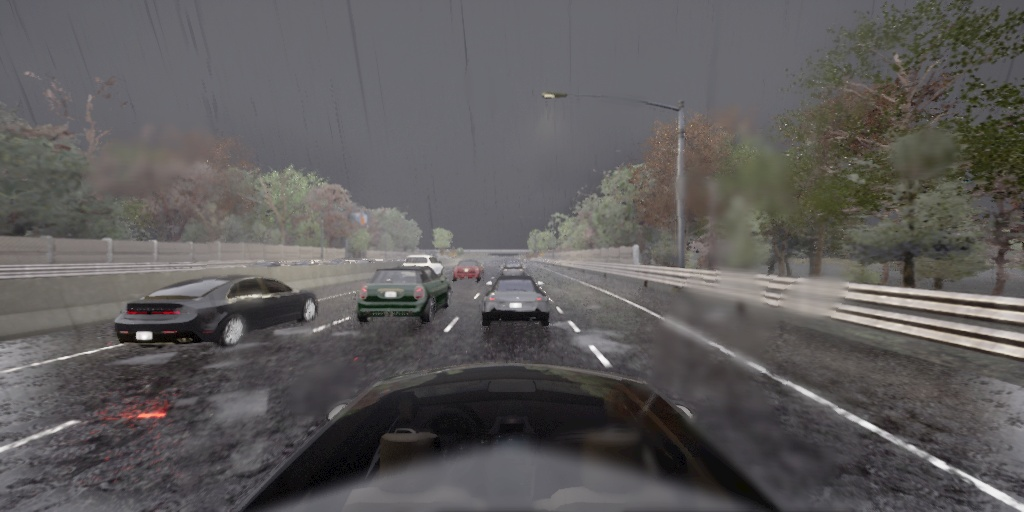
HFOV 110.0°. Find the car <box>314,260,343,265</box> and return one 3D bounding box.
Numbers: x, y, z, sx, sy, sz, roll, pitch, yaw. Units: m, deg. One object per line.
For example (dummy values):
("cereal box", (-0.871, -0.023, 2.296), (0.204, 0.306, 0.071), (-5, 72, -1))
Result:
("car", (-21.079, 1.241, 43.021), (2.128, 1.511, 4.902), (0, 0, 0))

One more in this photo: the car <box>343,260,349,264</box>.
("car", (-17.581, 1.254, 42.330), (1.837, 1.490, 4.892), (0, 0, 0))

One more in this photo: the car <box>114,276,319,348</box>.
("car", (-6.900, 1.250, 9.154), (1.837, 1.490, 4.892), (0, 0, 0))

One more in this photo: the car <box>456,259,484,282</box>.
("car", (-3.402, 1.096, 28.840), (2.097, 1.767, 4.553), (0, 0, 0))

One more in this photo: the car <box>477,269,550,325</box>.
("car", (0.101, 1.309, 11.743), (1.994, 1.385, 4.181), (0, 0, 0))

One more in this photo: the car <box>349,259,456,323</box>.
("car", (-3.400, 1.096, 12.169), (2.097, 1.767, 4.553), (0, 0, 0))

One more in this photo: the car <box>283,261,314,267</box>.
("car", (-24.578, 1.312, 42.570), (1.994, 1.385, 4.181), (0, 0, 0))

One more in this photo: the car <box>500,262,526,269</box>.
("car", (0.102, 1.236, 29.092), (2.128, 1.511, 4.902), (0, 0, 0))

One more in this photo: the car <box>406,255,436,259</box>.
("car", (-6.904, 0.965, 28.211), (2.150, 2.045, 5.566), (0, 0, 0))

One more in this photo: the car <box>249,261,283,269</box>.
("car", (-28.077, 1.310, 41.178), (1.994, 1.385, 4.181), (0, 0, 0))
